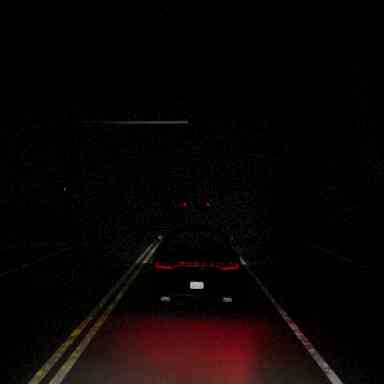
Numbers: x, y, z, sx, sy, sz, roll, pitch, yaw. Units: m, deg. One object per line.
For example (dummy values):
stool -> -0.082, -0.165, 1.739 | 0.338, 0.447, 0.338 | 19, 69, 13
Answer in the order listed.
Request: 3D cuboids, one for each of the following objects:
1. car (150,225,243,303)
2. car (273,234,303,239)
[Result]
car -> 0.097, 1.593, 8.568 | 1.882, 1.535, 5.008 | 1, -1, 0
car -> 8.909, 4.884, 32.236 | 5.008, 1.535, 1.882 | -3, -14, 11
